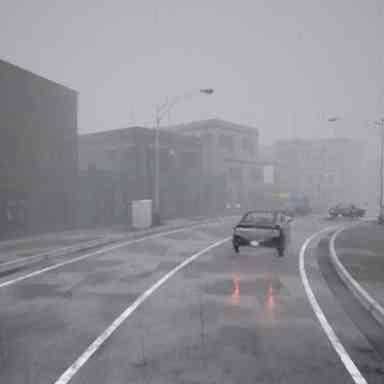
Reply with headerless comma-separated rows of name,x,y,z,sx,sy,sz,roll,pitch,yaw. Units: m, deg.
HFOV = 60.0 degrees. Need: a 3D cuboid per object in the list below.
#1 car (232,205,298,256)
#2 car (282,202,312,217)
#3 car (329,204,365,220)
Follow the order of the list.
car,2.939,1.508,13.428,2.128,1.511,4.902,1,0,20
car,9.204,1.597,30.411,2.033,1.411,5.357,1,1,40
car,14.404,1.758,30.649,1.895,1.301,4.718,2,1,42
